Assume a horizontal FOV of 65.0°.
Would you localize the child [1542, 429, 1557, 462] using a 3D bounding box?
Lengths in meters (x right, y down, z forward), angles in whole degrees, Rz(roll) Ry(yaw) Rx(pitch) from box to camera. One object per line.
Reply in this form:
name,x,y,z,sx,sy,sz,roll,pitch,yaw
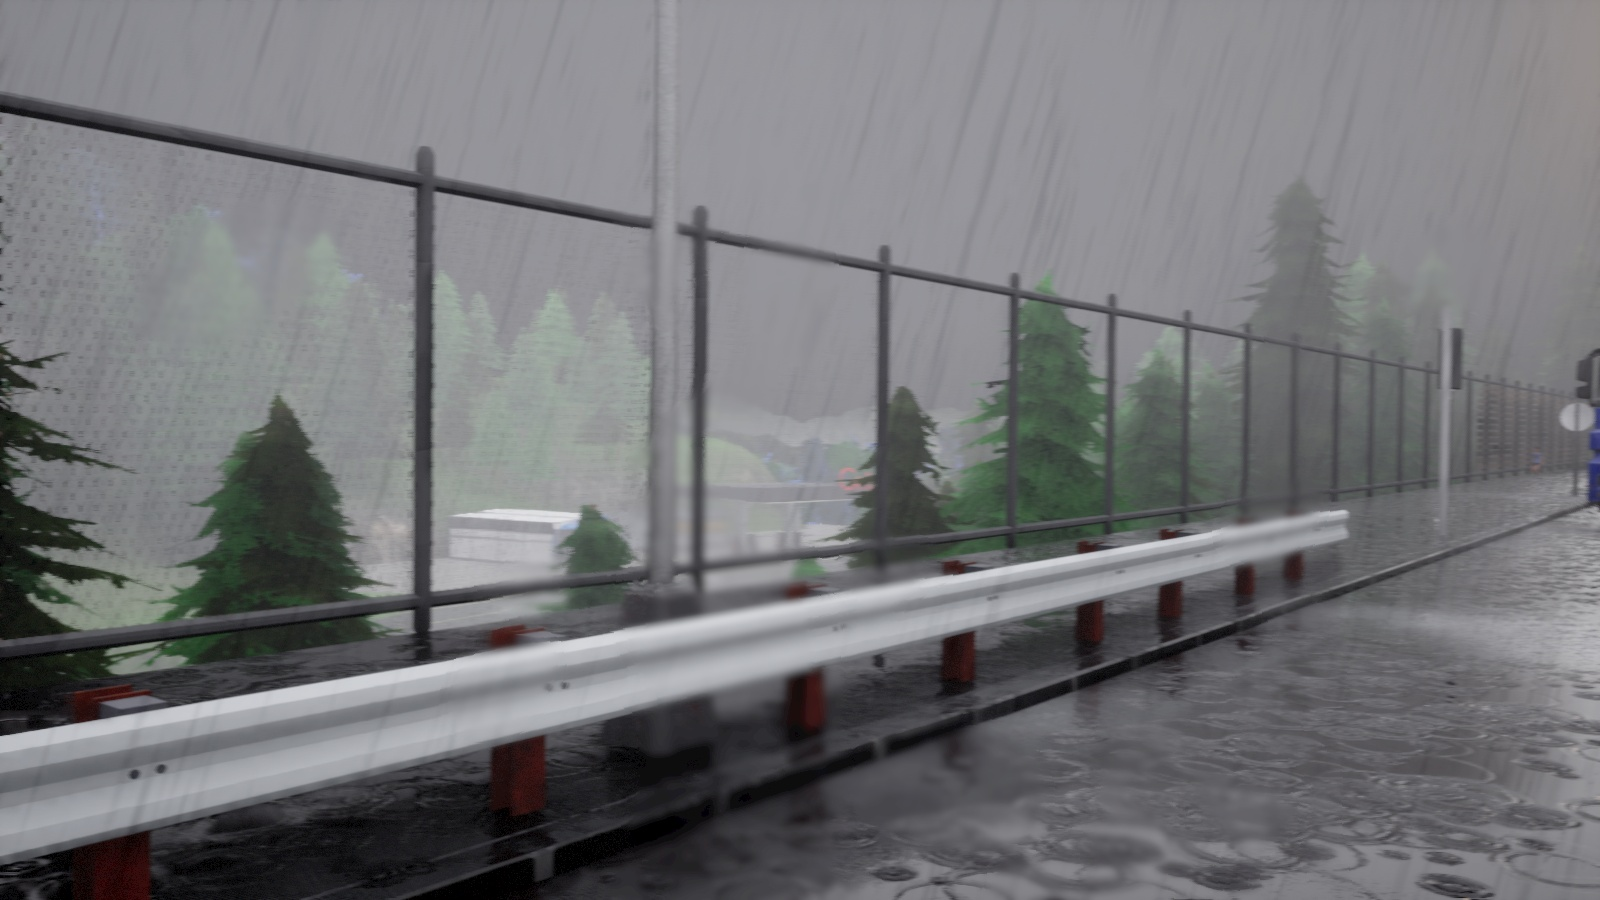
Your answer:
child,24.775,-0.153,41.499,0.394,1.110,0.255,-1,1,-28
